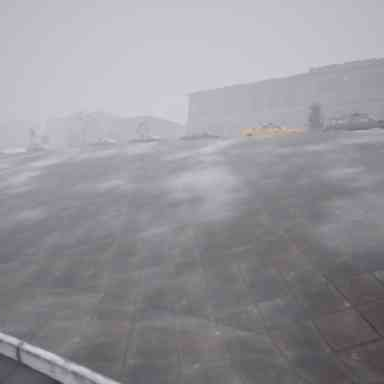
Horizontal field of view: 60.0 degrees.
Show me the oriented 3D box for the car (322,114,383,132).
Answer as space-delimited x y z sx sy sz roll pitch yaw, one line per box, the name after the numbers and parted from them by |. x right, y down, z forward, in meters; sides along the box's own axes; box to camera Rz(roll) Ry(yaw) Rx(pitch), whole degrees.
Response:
10.378 -3.924 20.328 4.553 1.767 2.185 2 1 31 | car

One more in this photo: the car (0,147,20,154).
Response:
-21.813 -4.848 41.546 4.674 1.452 2.002 2 1 34 | car

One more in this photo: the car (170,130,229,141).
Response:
0.931 -4.110 26.101 4.674 1.452 2.002 2 1 33 | car

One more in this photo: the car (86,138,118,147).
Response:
-8.261 -4.473 32.255 4.892 1.521 2.231 2 1 34 | car

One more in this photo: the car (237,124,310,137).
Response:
5.633 -3.974 23.159 5.008 1.535 2.097 2 1 32 | car

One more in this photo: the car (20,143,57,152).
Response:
-17.280 -4.876 38.438 4.553 1.767 2.185 2 1 34 | car

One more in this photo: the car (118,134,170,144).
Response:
-3.705 -4.320 29.142 4.892 1.521 2.231 2 1 34 | car
